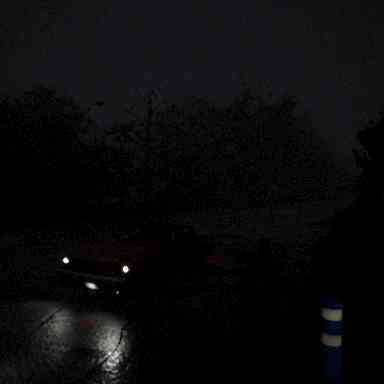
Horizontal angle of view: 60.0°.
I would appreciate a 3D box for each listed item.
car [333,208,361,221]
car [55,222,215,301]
[{"bbox_3d":[12.005,1.422,22.313,2.163,1.488,4.792,-2,2,-43],"label":"car"},{"bbox_3d":[-1.034,1.496,8.382,1.895,1.301,4.718,2,1,24],"label":"car"}]
